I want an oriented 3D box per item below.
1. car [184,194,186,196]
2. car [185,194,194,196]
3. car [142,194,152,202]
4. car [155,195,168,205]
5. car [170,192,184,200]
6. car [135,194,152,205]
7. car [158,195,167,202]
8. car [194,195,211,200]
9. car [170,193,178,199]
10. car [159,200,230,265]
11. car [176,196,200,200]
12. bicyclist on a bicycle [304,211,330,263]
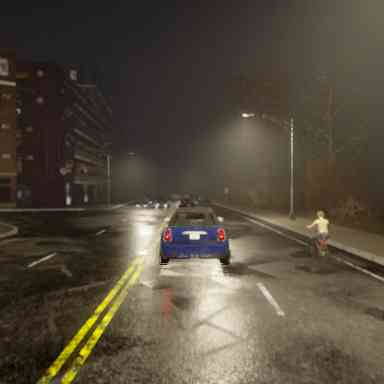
[{"bbox_3d":[-1.597,1.308,87.688,1.994,1.385,4.181,0,0,-7],"label":"car"},{"bbox_3d":[0.371,1.362,69.728,2.033,1.411,5.357,0,0,-5],"label":"car"},{"bbox_3d":[-9.746,1.301,72.397,1.837,1.490,4.892,0,0,-5],"label":"car"},{"bbox_3d":[-5.217,1.355,56.974,1.837,1.490,4.892,0,0,-4],"label":"car"},{"bbox_3d":[-3.689,1.011,77.097,2.150,2.045,5.566,0,0,-6],"label":"car"},{"bbox_3d":[-8.413,1.399,56.312,2.033,1.411,5.357,0,0,-3],"label":"car"},{"bbox_3d":[-6.539,1.396,73.001,1.895,1.301,4.718,0,0,-6],"label":"car"},{"bbox_3d":[1.870,1.366,50.744,2.128,1.511,4.902,0,0,-4],"label":"car"},{"bbox_3d":[-4.841,1.134,87.464,1.882,1.535,5.008,0,0,-7],"label":"car"},{"bbox_3d":[0.062,1.325,11.762,2.097,1.767,4.553,0,0,0],"label":"car"},{"bbox_3d":[-0.513,1.422,34.485,1.837,1.490,4.892,0,0,-2],"label":"car"},{"bbox_3d":[4.149,1.416,10.844,0.866,1.612,1.509,0,0,-1],"label":"bicyclist on a bicycle"}]
